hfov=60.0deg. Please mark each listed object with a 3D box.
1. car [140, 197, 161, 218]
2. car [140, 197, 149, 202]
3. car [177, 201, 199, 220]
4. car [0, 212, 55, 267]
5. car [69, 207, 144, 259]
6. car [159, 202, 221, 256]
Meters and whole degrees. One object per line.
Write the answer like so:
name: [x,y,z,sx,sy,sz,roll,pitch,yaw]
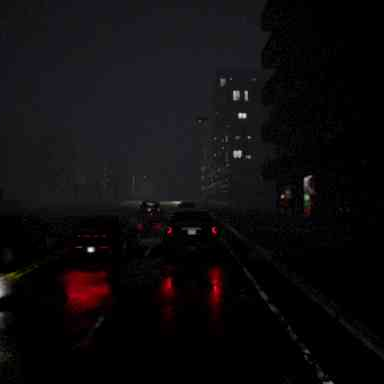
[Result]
car: [-3.605,1.540,29.821,2.097,1.767,4.553,0,0,-1]
car: [-13.327,2.089,93.072,1.882,1.535,5.008,0,0,-3]
car: [-0.404,1.677,31.715,1.882,1.535,5.008,0,0,-2]
car: [-6.685,1.554,11.962,1.882,1.535,5.008,0,0,-1]
car: [-3.264,1.588,13.057,1.837,1.490,4.892,0,0,-1]
car: [-0.023,1.436,13.735,2.097,1.767,4.553,0,0,-1]
